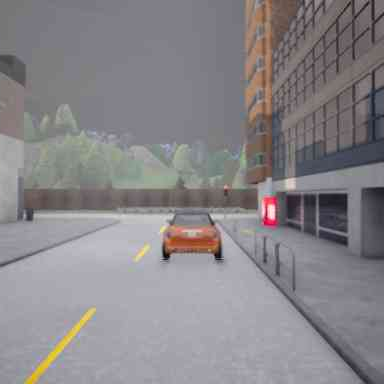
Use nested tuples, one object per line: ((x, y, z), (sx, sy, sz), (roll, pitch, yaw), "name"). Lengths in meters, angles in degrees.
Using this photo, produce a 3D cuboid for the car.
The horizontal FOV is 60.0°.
((0.015, 1.499, 13.407), (2.097, 1.767, 4.553), (0, -1, 0), "car")
